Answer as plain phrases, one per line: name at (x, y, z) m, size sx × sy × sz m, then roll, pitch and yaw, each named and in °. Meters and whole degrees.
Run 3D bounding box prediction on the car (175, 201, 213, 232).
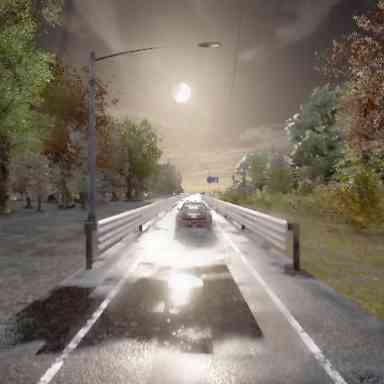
car at (0.106, 1.353, 20.283) m, size 2.097 × 1.767 × 4.553 m, roll 0°, pitch 0°, yaw 0°
